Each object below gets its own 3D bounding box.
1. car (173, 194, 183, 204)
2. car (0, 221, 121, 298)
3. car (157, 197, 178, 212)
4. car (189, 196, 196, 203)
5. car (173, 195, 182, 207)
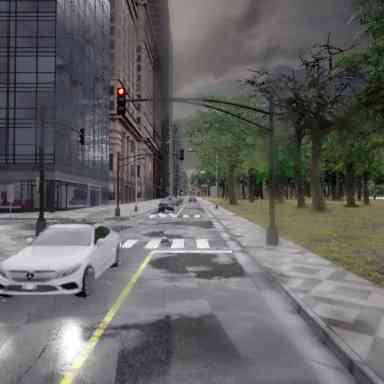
[{"bbox_3d":[-2.882,1.697,69.394,1.837,1.490,4.892,0,0,0],"label":"car"},{"bbox_3d":[-3.091,1.532,8.673,1.812,1.442,4.674,0,0,0],"label":"car"},{"bbox_3d":[-3.061,1.627,39.442,2.033,1.411,5.357,0,0,-4],"label":"car"},{"bbox_3d":[0.134,1.773,79.451,2.128,1.511,4.902,0,0,0],"label":"car"},{"bbox_3d":[-3.006,1.634,52.046,1.837,1.490,4.892,0,0,0],"label":"car"}]
